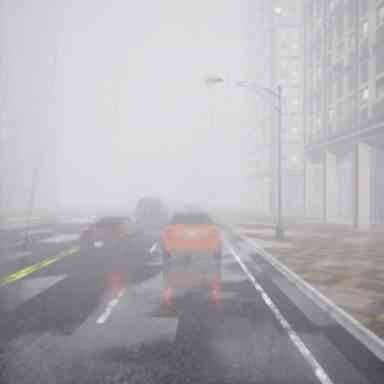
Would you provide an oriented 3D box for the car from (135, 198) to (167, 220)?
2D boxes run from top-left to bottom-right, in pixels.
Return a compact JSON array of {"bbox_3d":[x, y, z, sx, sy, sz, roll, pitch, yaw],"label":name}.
[{"bbox_3d":[-3.263,1.488,27.559,2.150,2.045,5.566,0,0,0],"label":"car"}]

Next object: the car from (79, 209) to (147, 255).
[{"bbox_3d":[-3.239,1.661,13.887,1.812,1.442,4.674,0,0,0],"label":"car"}]

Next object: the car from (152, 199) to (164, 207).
[{"bbox_3d":[-6.576,2.092,64.520,1.837,1.490,4.892,0,0,1],"label":"car"}]

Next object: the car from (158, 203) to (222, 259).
[{"bbox_3d":[0.009,1.482,13.393,2.097,1.767,4.553,0,-1,0],"label":"car"}]

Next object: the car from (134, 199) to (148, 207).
[{"bbox_3d":[-9.821,2.092,64.502,1.837,1.490,4.892,0,0,1],"label":"car"}]

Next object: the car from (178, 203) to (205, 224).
[{"bbox_3d":[-0.003,1.765,28.501,2.128,1.511,4.902,0,0,0],"label":"car"}]
